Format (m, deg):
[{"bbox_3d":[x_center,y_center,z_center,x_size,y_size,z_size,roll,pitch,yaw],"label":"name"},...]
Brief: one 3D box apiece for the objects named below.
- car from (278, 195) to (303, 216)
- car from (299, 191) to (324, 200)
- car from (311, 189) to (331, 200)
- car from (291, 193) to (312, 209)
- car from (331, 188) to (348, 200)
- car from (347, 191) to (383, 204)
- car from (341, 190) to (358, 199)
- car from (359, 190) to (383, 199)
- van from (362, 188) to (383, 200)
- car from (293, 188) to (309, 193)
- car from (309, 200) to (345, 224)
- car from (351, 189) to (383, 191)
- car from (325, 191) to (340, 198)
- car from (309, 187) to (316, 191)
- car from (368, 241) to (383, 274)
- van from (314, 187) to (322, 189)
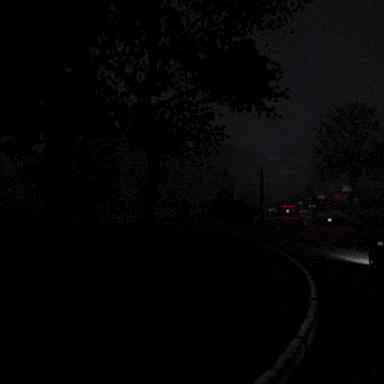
[{"bbox_3d":[9.171,1.380,31.359,1.837,1.490,4.892,0,1,19],"label":"car"},{"bbox_3d":[17.690,1.027,49.549,2.033,1.411,5.357,0,1,31],"label":"car"},{"bbox_3d":[22.752,0.737,58.092,1.882,1.535,5.008,0,1,32],"label":"car"},{"bbox_3d":[13.022,1.245,40.656,1.994,1.385,4.181,0,1,27],"label":"car"},{"bbox_3d":[25.644,0.602,56.774,2.097,1.767,4.553,0,1,32],"label":"car"},{"bbox_3d":[24.440,0.955,45.854,4.892,1.521,2.231,0,1,31],"label":"car"},{"bbox_3d":[31.048,0.517,65.489,2.128,1.511,4.902,0,2,34],"label":"car"},{"bbox_3d":[34.339,0.495,62.125,5.366,1.575,1.946,0,2,34],"label":"car"},{"bbox_3d":[33.091,0.345,59.669,4.442,1.987,1.878,0,1,33],"label":"van"},{"bbox_3d":[24.607,0.315,76.998,2.097,1.535,5.008,0,2,36],"label":"car"},{"bbox_3d":[9.972,1.562,24.624,1.895,1.301,4.718,0,1,16],"label":"car"},{"bbox_3d":[25.898,0.768,48.187,4.553,1.767,2.185,0,1,31],"label":"car"},{"bbox_3d":[28.064,0.442,66.435,1.895,1.301,4.718,0,2,34],"label":"car"},{"bbox_3d":[27.814,0.193,81.456,2.163,1.488,4.792,0,2,37],"label":"car"},{"bbox_3d":[5.533,1.552,7.402,2.033,1.411,5.357,0,0,15],"label":"car"},{"bbox_3d":[31.096,-0.216,85.809,1.878,1.987,4.442,0,1,38],"label":"van"}]
